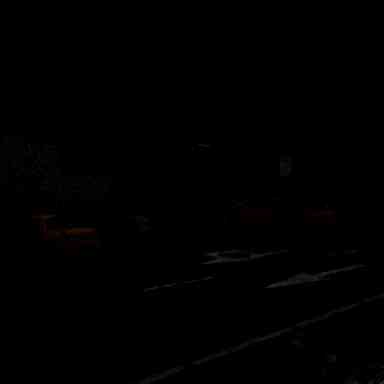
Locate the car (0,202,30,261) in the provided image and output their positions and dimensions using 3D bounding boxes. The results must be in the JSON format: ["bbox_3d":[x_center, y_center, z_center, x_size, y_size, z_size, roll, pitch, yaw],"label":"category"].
[{"bbox_3d":[-8.059,1.239,10.802,5.566,2.045,2.435,-1,-1,34],"label":"car"}]

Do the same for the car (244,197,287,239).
[{"bbox_3d":[1.801,1.273,17.730,5.566,2.045,2.435,-1,-1,35],"label":"car"}]

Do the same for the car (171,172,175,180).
[{"bbox_3d":[-2.711,-3.805,84.083,2.185,1.767,4.553,6,3,34],"label":"car"}]

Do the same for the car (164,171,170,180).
[{"bbox_3d":[-4.443,-4.039,86.551,2.185,1.767,4.553,4,1,33],"label":"car"}]

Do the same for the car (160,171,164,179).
[{"bbox_3d":[-6.216,-4.317,88.897,2.435,2.045,5.566,1,-1,34],"label":"car"}]

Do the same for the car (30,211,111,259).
[{"bbox_3d":[-5.741,1.498,12.632,5.366,1.575,1.946,-1,-1,35],"label":"car"}]

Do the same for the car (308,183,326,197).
[{"bbox_3d":[19.916,-0.380,52.134,2.435,2.045,5.566,7,3,35],"label":"car"}]

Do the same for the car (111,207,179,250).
[{"bbox_3d":[-3.136,1.547,14.262,4.674,1.452,2.002,-1,-1,35],"label":"car"}]

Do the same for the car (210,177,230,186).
[{"bbox_3d":[6.051,-2.271,71.855,2.002,1.452,4.674,7,3,35],"label":"car"}]

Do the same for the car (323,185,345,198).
[{"bbox_3d":[21.609,0.183,49.663,2.002,1.452,4.674,7,3,35],"label":"car"}]

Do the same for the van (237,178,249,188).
[{"bbox_3d":[11.206,-1.718,64.346,1.878,1.987,4.442,7,3,35],"label":"van"}]

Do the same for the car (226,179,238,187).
[{"bbox_3d":[9.629,-1.766,67.076,1.946,1.575,5.366,7,3,35],"label":"car"}]

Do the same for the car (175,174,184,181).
[{"bbox_3d":[-0.914,-3.653,81.618,2.435,2.045,5.566,7,3,34],"label":"car"}]

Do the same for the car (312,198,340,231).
[{"bbox_3d":[6.745,1.416,21.155,4.553,1.767,2.185,-1,-1,35],"label":"car"}]

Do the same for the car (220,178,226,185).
[{"bbox_3d":[7.795,-1.997,69.394,2.002,1.452,4.674,7,3,35],"label":"car"}]

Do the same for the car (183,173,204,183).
[{"bbox_3d":[0.939,-3.130,79.361,1.946,1.575,5.366,7,3,34],"label":"car"}]

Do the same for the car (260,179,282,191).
[{"bbox_3d":[14.699,-0.946,59.515,2.231,1.521,4.892,7,3,35],"label":"car"}]

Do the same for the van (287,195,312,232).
[{"bbox_3d":[4.338,1.306,19.402,4.442,1.987,1.878,-1,-1,35],"label":"van"}]

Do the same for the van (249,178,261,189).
[{"bbox_3d":[12.937,-1.445,61.876,1.878,1.987,4.442,7,4,35],"label":"van"}]

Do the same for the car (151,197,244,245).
[{"bbox_3d":[-0.710,1.264,16.022,5.566,2.045,2.435,-1,-1,35],"label":"car"}]
